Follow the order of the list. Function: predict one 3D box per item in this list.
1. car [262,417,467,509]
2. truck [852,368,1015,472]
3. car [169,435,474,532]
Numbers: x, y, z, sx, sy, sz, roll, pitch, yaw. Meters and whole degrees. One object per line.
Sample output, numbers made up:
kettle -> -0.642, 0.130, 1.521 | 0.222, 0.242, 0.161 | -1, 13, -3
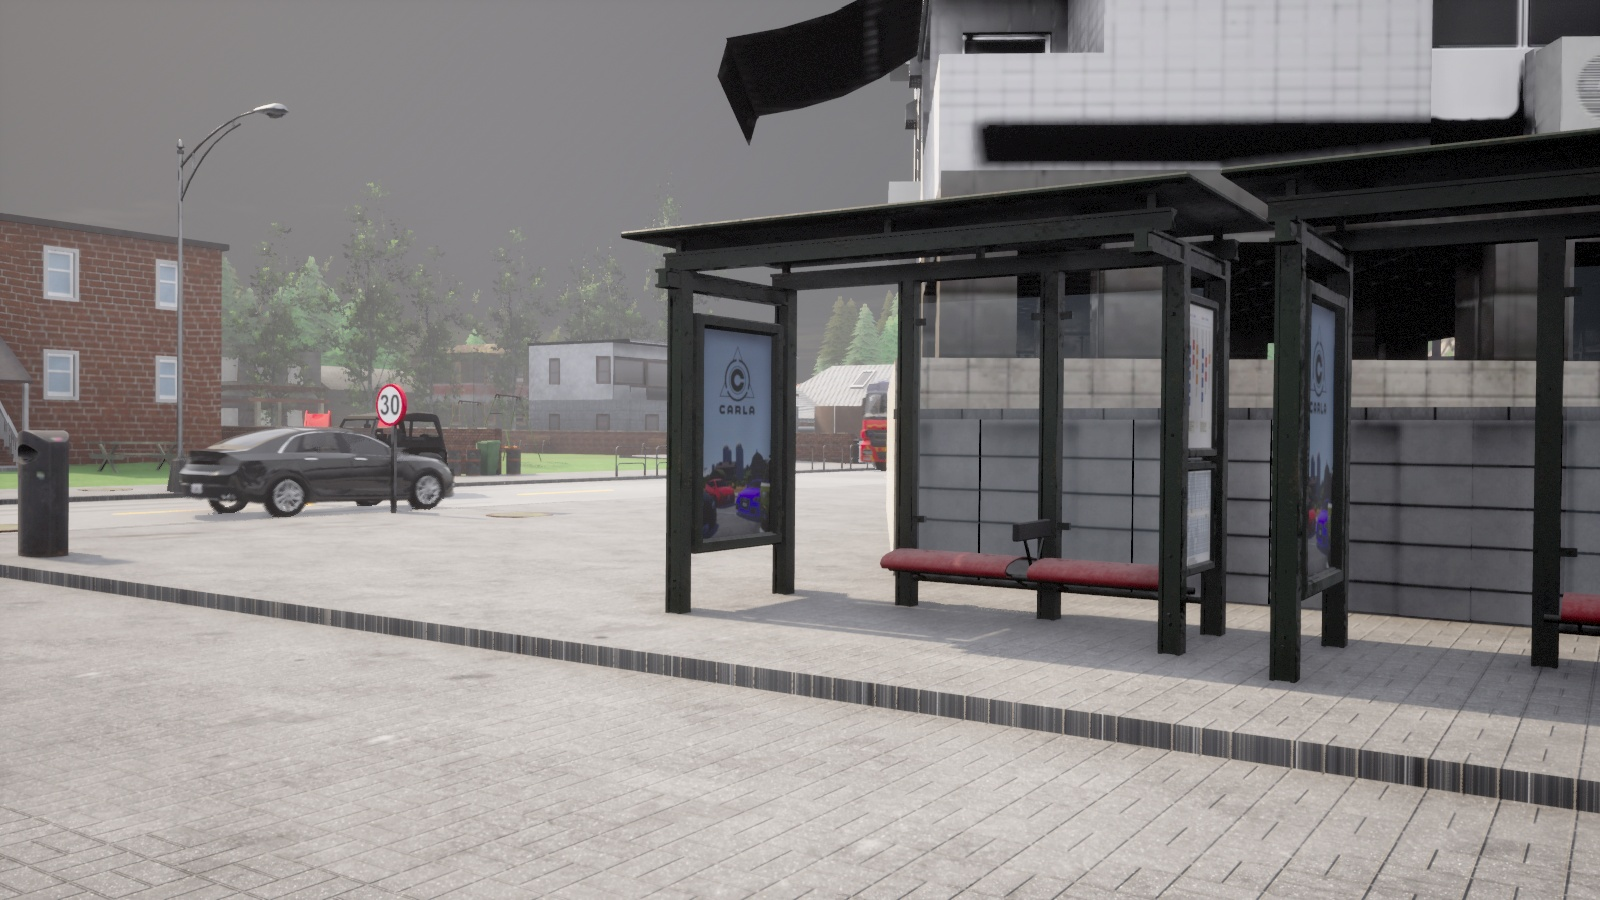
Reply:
car -> -9.522, 0.235, 27.719 | 1.905, 1.878, 3.866 | 0, 1, 34
truck -> 5.542, -1.172, 50.456 | 2.891, 3.827, 8.468 | 0, 1, 33
car -> -8.328, 0.507, 22.337 | 1.837, 1.490, 4.892 | 0, 1, 34
